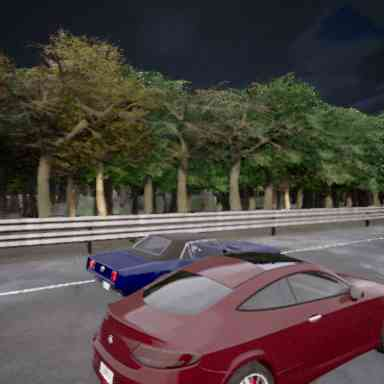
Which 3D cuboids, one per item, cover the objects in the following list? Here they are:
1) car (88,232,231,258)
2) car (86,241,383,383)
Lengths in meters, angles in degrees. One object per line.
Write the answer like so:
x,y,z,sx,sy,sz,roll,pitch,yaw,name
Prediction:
0.048,1.643,8.082,4.718,1.301,1.895,1,0,-36,car
1.060,1.556,4.499,4.674,1.442,1.812,1,0,-36,car
